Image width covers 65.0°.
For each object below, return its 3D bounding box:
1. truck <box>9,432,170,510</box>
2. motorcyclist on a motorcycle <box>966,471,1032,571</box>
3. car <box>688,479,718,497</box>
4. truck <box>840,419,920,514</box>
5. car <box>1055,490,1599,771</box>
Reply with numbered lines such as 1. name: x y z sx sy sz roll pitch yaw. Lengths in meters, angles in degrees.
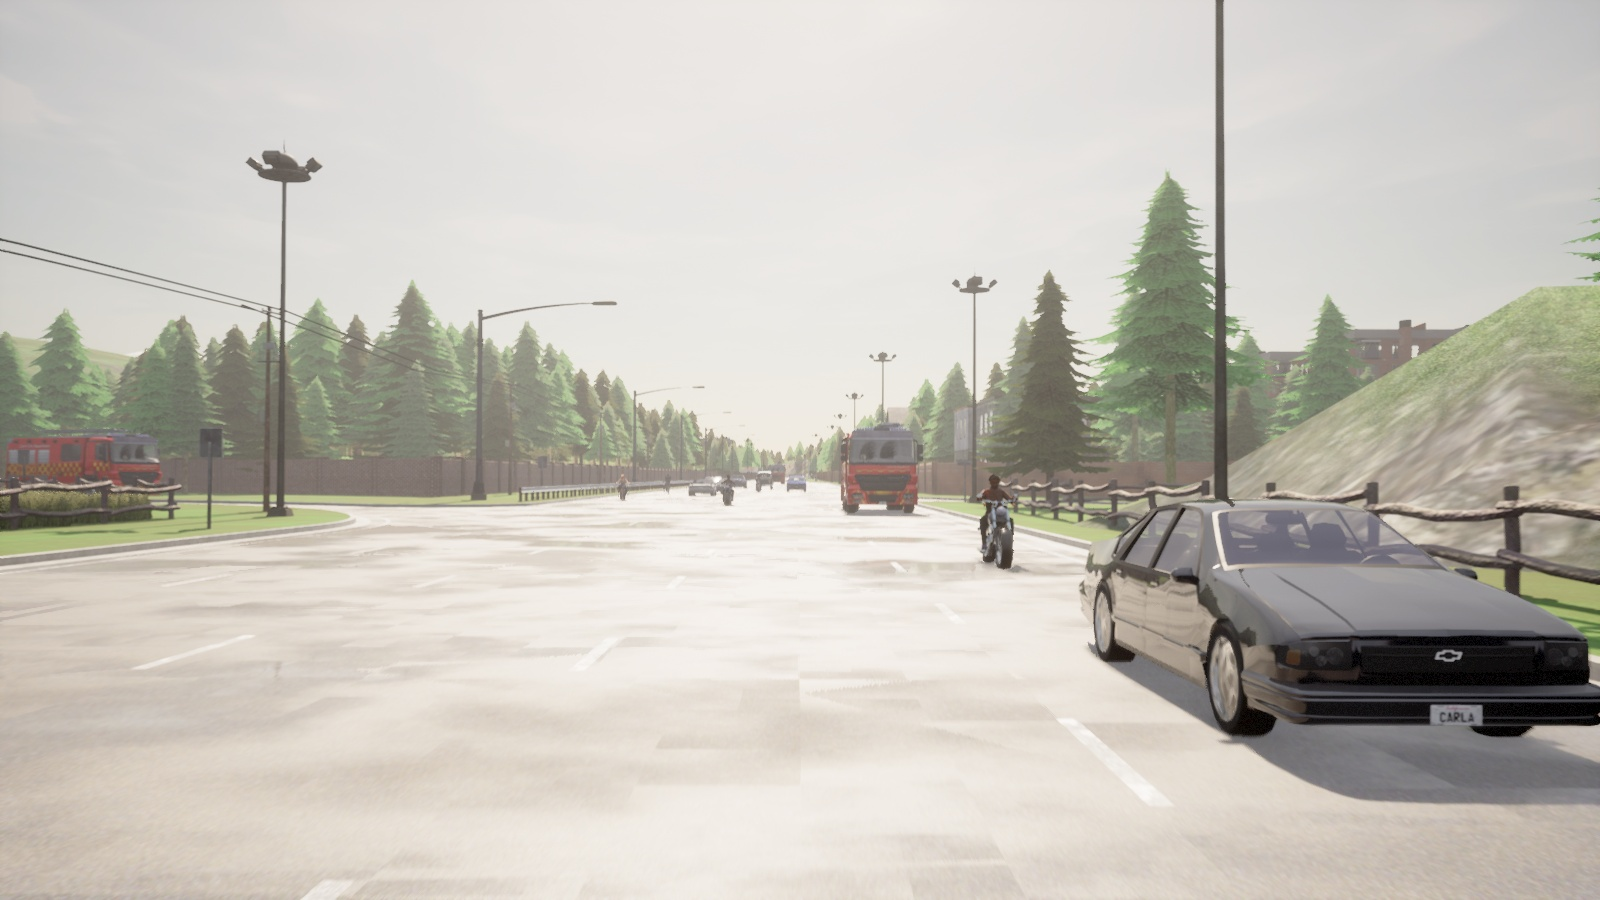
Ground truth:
1. truck: -36.942 1.113 65.246 8.468 3.827 2.891 -1 -1 25
2. motorcyclist on a motorcycle: 3.444 1.197 21.968 0.766 1.649 2.350 0 -1 0
3. car: -7.238 2.833 93.856 1.895 1.301 4.718 0 -1 0
4. truck: 3.356 0.740 54.706 2.891 3.827 8.468 0 -1 0
5. car: 3.478 1.041 9.326 2.033 1.411 5.357 0 -1 0
